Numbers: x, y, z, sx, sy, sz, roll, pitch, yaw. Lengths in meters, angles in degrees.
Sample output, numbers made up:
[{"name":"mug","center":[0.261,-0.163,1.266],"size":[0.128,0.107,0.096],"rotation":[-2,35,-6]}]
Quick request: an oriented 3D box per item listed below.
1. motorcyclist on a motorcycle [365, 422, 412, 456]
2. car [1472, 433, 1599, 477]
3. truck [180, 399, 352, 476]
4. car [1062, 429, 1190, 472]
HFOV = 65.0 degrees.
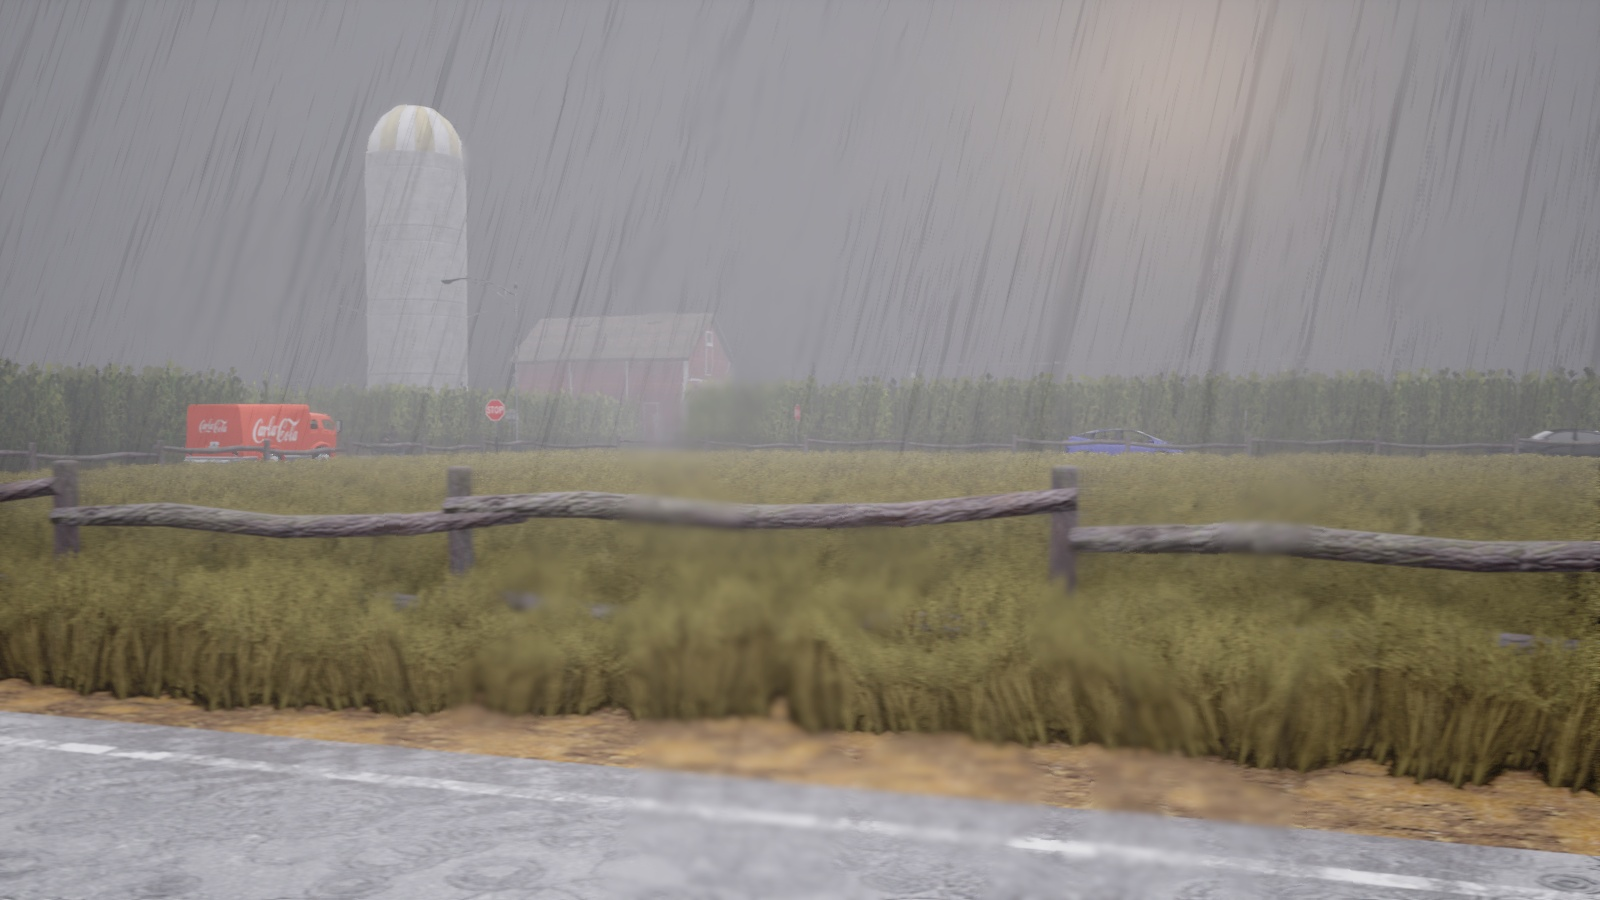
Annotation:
[{"name":"motorcyclist on a motorcycle","center":[-20.286,-0.565,61.904],"size":[2.350,1.649,0.766],"rotation":[0,2,28]},{"name":"car","center":[27.413,0.171,45.614],"size":[5.008,1.535,1.882],"rotation":[1,1,16]},{"name":"truck","center":[-18.203,-0.473,43.134],"size":[2.627,2.467,5.204],"rotation":[1,1,19]},{"name":"car","center":[12.354,0.001,47.541],"size":[4.514,1.525,2.007],"rotation":[1,1,19]}]
